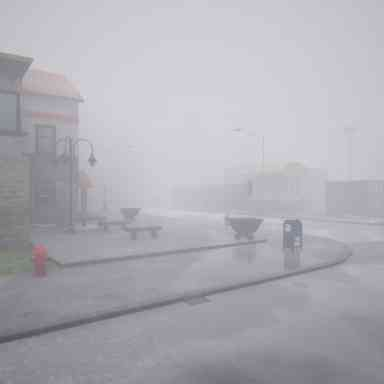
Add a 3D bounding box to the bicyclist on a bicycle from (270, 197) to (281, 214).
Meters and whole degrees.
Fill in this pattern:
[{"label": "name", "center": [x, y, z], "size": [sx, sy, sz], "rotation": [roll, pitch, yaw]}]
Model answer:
[{"label": "bicyclist on a bicycle", "center": [8.066, 1.349, 32.012], "size": [1.656, 1.620, 0.582], "rotation": [0, 0, -35]}]
